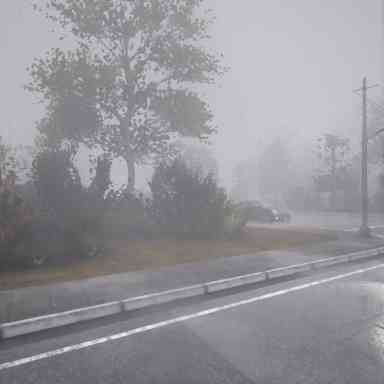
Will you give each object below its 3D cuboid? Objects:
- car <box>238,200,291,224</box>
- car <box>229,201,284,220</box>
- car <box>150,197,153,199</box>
[{"bbox_3d":[5.434,1.462,26.091,2.097,1.767,4.553,0,-1,-39],"label":"car"},{"bbox_3d":[5.895,1.662,31.020,1.837,1.490,4.892,0,-1,-41],"label":"car"},{"bbox_3d":[-7.285,1.812,49.557,5.566,2.045,2.150,-3,-2,40],"label":"car"}]
